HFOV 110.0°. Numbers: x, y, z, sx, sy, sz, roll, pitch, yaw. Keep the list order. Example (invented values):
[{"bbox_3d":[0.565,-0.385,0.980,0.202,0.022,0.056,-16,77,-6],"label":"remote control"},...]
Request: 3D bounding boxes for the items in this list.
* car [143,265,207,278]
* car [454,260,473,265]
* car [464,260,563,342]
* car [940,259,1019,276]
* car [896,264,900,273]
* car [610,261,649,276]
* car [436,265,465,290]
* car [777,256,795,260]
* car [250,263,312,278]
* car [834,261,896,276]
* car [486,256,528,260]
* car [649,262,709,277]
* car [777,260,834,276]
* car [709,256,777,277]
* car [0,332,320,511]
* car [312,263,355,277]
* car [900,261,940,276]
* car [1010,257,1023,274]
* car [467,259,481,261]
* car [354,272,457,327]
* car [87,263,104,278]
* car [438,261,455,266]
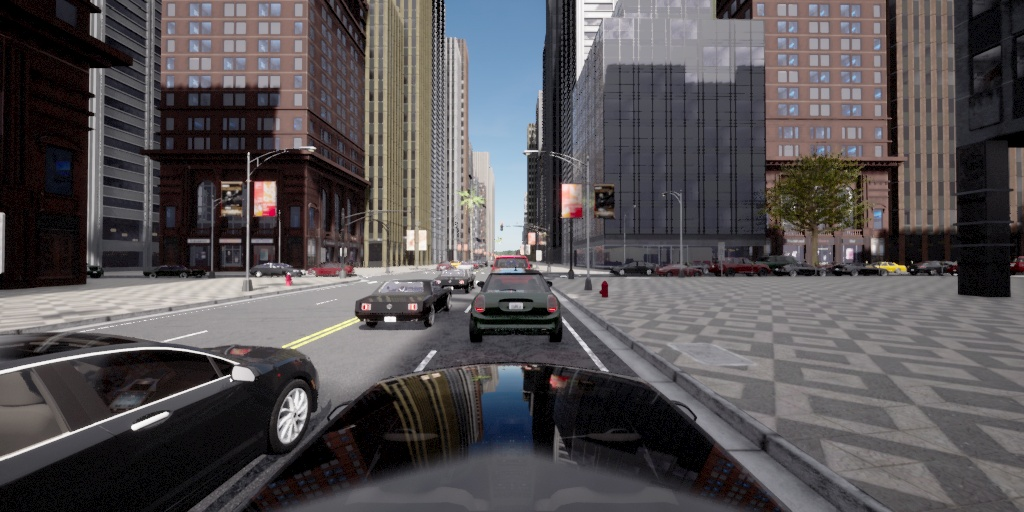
[{"bbox_3d":[-32.663,1.572,34.859,4.718,1.301,1.895,0,-1,0],"label":"car"},{"bbox_3d":[-6.697,1.569,51.860,1.895,1.301,4.718,0,0,0],"label":"car"},{"bbox_3d":[0.081,1.108,9.897,2.097,1.767,4.553,0,0,0],"label":"car"},{"bbox_3d":[43.442,1.214,33.409,4.507,1.381,1.888,0,0,-1],"label":"car"},{"bbox_3d":[43.129,1.296,41.929,4.829,1.417,1.751,0,0,-1],"label":"car"},{"bbox_3d":[13.031,1.326,38.652,4.892,1.490,1.837,0,-1,-1],"label":"car"},{"bbox_3d":[-3.189,1.387,20.713,1.895,1.301,4.718,0,0,0],"label":"car"},{"bbox_3d":[27.847,0.998,38.919,5.566,2.045,2.150,0,-1,-1],"label":"car"},{"bbox_3d":[-22.716,1.418,34.870,4.902,1.511,2.128,0,-1,0],"label":"car"},{"bbox_3d":[32.166,1.260,33.211,4.313,1.339,1.948,0,0,-1],"label":"car"},{"bbox_3d":[-0.036,1.003,19.417,2.150,2.045,5.566,0,0,0],"label":"car"},{"bbox_3d":[15.254,1.327,32.915,4.207,1.307,1.802,0,0,-1],"label":"car"},{"bbox_3d":[26.529,1.276,33.112,4.313,1.339,1.948,0,0,-1],"label":"car"},{"bbox_3d":[20.892,1.041,33.014,5.009,1.841,2.192,0,0,-1],"label":"car"},{"bbox_3d":[-3.151,1.255,2.224,1.837,1.490,4.892,0,0,0],"label":"car"},{"bbox_3d":[-19.148,1.475,38.087,4.674,1.442,1.812,0,-1,0],"label":"car"},{"bbox_3d":[42.522,1.228,36.025,4.674,1.442,1.812,0,-1,-1],"label":"car"},{"bbox_3d":[49.080,0.973,33.508,5.009,1.841,2.192,0,0,-1],"label":"car"},{"bbox_3d":[-6.695,1.633,61.024,1.895,1.301,4.718,0,0,0],"label":"car"},{"bbox_3d":[-3.167,1.361,11.544,1.895,1.301,4.718,0,0,0],"label":"car"},{"bbox_3d":[-43.300,1.241,34.855,5.566,2.045,2.150,0,-1,0],"label":"car"},{"bbox_3d":[-9.942,1.503,53.115,1.812,1.442,4.674,0,0,-3],"label":"car"}]
